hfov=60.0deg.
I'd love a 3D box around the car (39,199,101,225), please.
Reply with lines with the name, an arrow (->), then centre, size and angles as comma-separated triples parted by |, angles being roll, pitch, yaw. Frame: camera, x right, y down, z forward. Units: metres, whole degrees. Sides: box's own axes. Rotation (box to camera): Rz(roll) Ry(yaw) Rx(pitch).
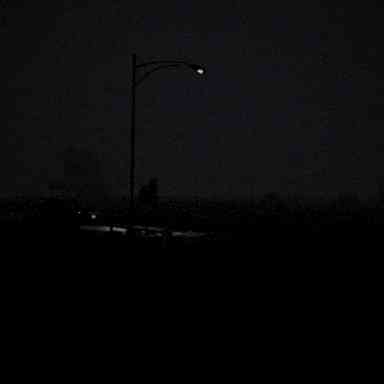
car -> -7.922, 1.210, 21.512 | 4.902, 1.511, 2.128 | 1, 0, 35
